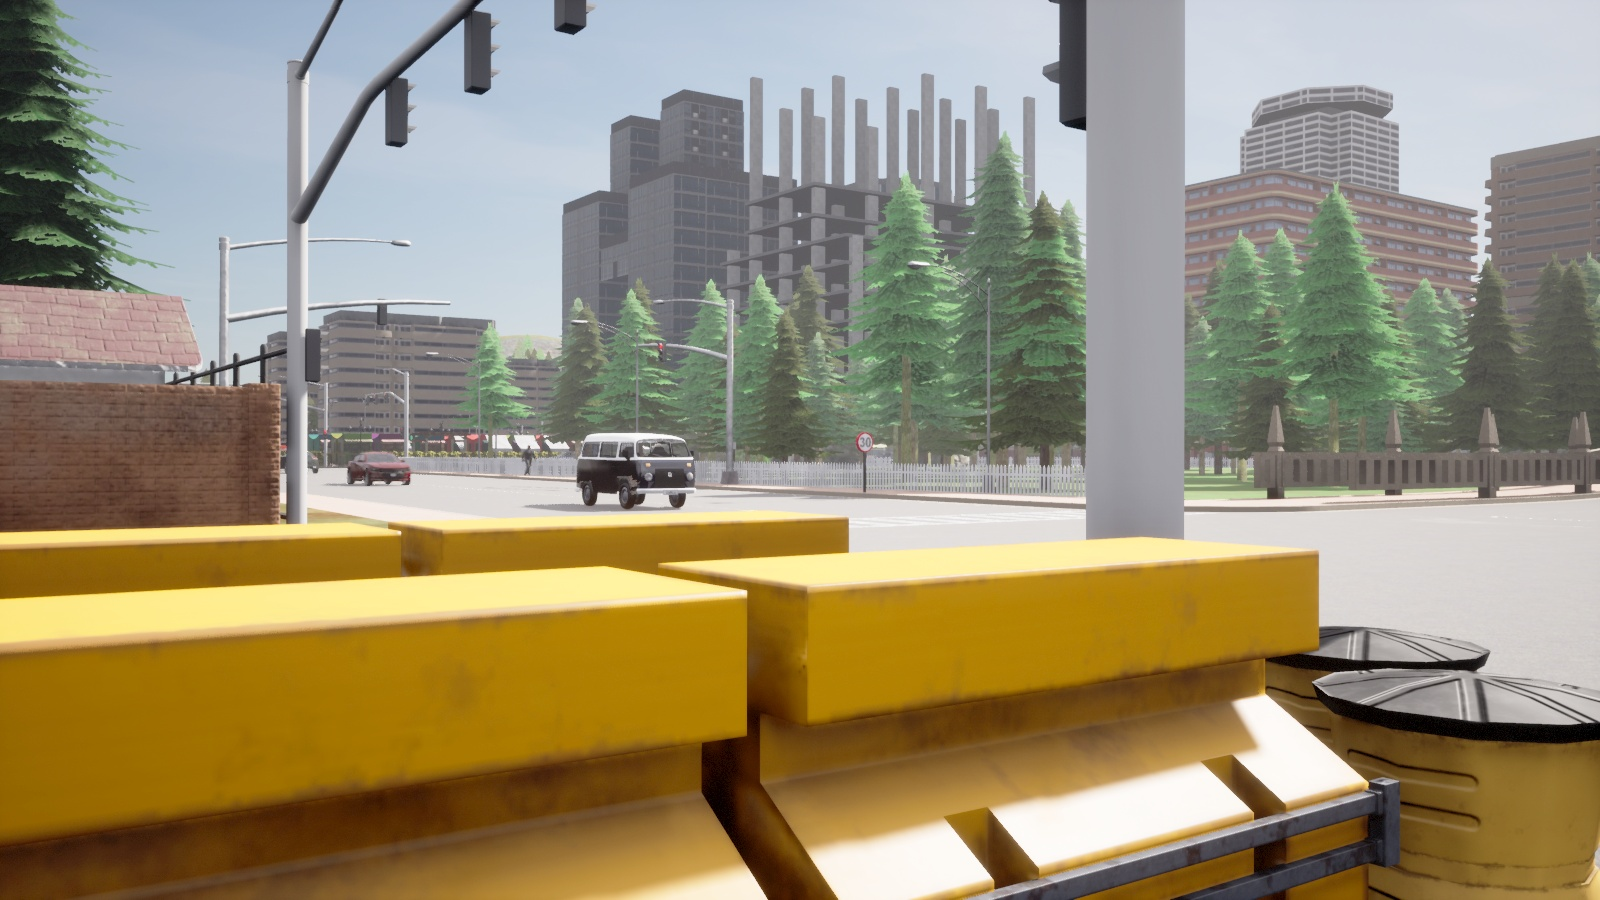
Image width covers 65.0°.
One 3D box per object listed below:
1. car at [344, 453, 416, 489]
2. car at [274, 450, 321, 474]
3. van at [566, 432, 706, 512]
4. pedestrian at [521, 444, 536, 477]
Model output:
[{"bbox_3d":[-18.976,0.901,56.586,1.882,1.535,5.008,0,0,-33],"label":"car"},{"bbox_3d":[-35.247,0.813,88.001,2.152,1.651,5.027,0,0,-33],"label":"car"},{"bbox_3d":[-4.568,0.562,34.452,2.069,2.038,4.480,0,0,-33],"label":"van"},{"bbox_3d":[-15.426,0.611,71.330,0.563,1.883,0.849,0,0,-33],"label":"pedestrian"}]
